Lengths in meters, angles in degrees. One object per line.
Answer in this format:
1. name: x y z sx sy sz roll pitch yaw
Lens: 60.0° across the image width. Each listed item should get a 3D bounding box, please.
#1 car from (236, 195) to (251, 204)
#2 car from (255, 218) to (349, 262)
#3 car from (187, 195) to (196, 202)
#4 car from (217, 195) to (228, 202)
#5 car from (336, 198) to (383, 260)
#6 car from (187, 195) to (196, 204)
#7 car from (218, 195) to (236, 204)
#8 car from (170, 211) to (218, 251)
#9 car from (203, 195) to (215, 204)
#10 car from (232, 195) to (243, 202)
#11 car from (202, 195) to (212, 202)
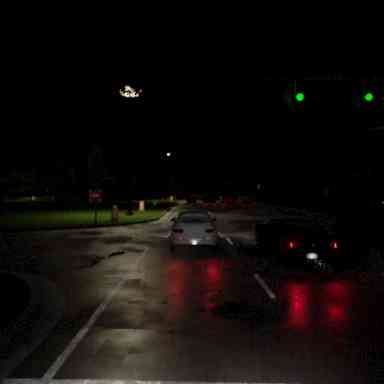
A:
1. car: 10.425 1.534 65.813 1.882 1.535 5.008 0 0 0
2. car: 3.585 1.611 12.120 1.895 1.301 4.718 0 0 0
3. car: -0.087 1.399 76.221 1.837 1.490 4.892 0 0 0
4. car: 6.913 1.424 76.229 2.128 1.511 4.902 0 0 0
5. car: 7.085 1.232 11.755 2.150 2.045 5.566 0 0 0
6. car: -0.075 1.605 65.801 2.033 1.411 5.357 0 0 0
7. car: 6.924 1.409 66.196 2.097 1.767 4.553 0 0 0
8. car: 0.085 1.538 14.021 1.812 1.442 4.674 0 0 0
9. car: 3.424 1.409 66.192 2.097 1.767 4.553 0 0 0
10. car: 10.413 1.376 76.233 1.882 1.535 5.008 0 0 0
11. car: 3.413 1.424 76.225 2.128 1.511 4.902 0 0 0
